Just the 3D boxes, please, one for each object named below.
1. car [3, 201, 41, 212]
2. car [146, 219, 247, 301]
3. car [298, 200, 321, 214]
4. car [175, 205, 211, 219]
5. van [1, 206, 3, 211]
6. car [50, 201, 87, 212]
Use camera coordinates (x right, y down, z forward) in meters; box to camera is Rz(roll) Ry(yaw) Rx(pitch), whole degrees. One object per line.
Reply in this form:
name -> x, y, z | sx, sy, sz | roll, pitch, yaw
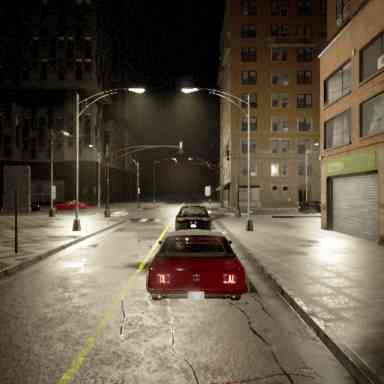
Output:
car -> -20.201, 1.725, 39.315 | 4.313, 1.339, 1.947 | 0, 0, 0
car -> 0.081, 1.601, 8.282 | 1.895, 1.301, 4.718 | 0, 0, 0
car -> 12.041, 1.414, 30.826 | 4.313, 1.339, 1.947 | 0, 0, 0
car -> 0.059, 1.474, 18.431 | 1.882, 1.535, 5.008 | 0, 0, 0
van -> -20.185, 1.425, 30.791 | 3.998, 1.788, 1.690 | 0, 0, 0
car -> -14.553, 1.701, 39.321 | 4.206, 1.307, 1.802 | 0, 0, 0
